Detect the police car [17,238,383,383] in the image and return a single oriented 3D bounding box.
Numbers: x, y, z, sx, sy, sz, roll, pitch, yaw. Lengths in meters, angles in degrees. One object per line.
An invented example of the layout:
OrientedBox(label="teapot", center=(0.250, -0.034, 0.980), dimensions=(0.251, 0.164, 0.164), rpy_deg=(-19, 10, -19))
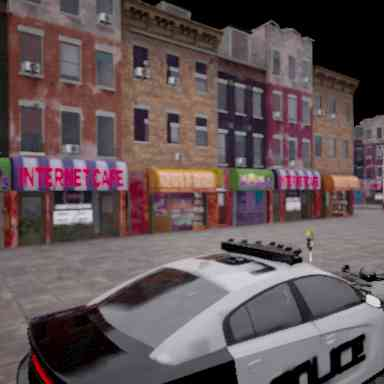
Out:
OrientedBox(label="police car", center=(0.899, 1.406, 3.906), dimensions=(5.238, 1.638, 1.930), rpy_deg=(0, 0, -35))
